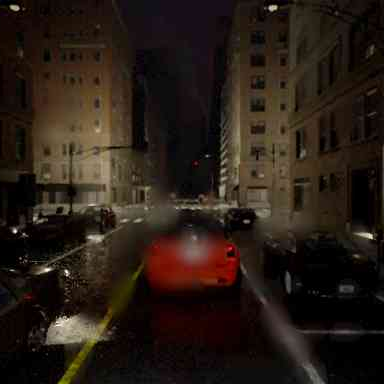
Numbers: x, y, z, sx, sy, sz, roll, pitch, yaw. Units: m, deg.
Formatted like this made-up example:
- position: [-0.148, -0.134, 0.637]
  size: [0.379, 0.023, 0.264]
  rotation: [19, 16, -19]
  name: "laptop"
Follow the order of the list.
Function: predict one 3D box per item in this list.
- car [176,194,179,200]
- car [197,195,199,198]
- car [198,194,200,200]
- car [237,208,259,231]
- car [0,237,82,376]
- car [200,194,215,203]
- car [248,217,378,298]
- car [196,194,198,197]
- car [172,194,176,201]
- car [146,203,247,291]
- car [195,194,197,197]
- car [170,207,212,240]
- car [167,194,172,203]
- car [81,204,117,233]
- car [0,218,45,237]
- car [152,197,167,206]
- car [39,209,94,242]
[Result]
- position: [-5.702, 1.456, 94.258]
  size: [2.192, 1.841, 5.009]
  rotation: [0, 0, 0]
  name: "car"
- position: [2.817, 1.524, 78.033]
  size: [1.967, 1.590, 4.097]
  rotation: [0, 0, 0]
  name: "car"
- position: [2.814, 1.606, 67.215]
  size: [2.008, 1.369, 4.403]
  rotation: [0, 0, 0]
  name: "car"
- position: [2.829, 1.566, 19.307]
  size: [1.947, 1.339, 4.313]
  rotation: [0, 0, 0]
  name: "car"
- position: [-3.003, 1.547, 3.215]
  size: [2.033, 1.411, 5.357]
  rotation: [0, 0, 0]
  name: "car"
- position: [2.809, 1.476, 56.397]
  size: [1.967, 1.590, 4.097]
  rotation: [0, 0, 0]
  name: "car"
- position: [2.845, 1.550, 8.305]
  size: [2.008, 1.369, 4.403]
  rotation: [0, 0, 0]
  name: "car"
- position: [2.821, 1.560, 88.851]
  size: [1.967, 1.590, 4.097]
  rotation: [0, 0, 0]
  name: "car"
- position: [-5.705, 1.625, 83.271]
  size: [1.752, 1.417, 4.829]
  rotation: [0, 0, 0]
  name: "car"
- position: [0.050, 1.352, 9.165]
  size: [2.097, 1.767, 4.553]
  rotation: [0, 0, 0]
  name: "car"
- position: [2.822, 1.456, 94.261]
  size: [2.192, 1.841, 5.009]
  rotation: [0, 0, 0]
  name: "car"
- position: [-0.021, 1.564, 17.819]
  size: [1.994, 1.385, 4.181]
  rotation: [0, 0, 0]
  name: "car"
- position: [-5.711, 1.606, 67.215]
  size: [2.008, 1.369, 4.403]
  rotation: [0, 0, 0]
  name: "car"
- position: [-5.697, 1.440, 19.295]
  size: [1.967, 1.590, 4.097]
  rotation: [0, 0, 0]
  name: "car"
- position: [-5.680, 1.565, 8.292]
  size: [1.947, 1.339, 4.313]
  rotation: [0, 0, 0]
  name: "car"
- position: [-5.715, 1.617, 56.398]
  size: [1.802, 1.307, 4.206]
  rotation: [0, 0, 0]
  name: "car"
- position: [-5.689, 1.582, 13.794]
  size: [1.802, 1.307, 4.206]
  rotation: [0, 0, 0]
  name: "car"
